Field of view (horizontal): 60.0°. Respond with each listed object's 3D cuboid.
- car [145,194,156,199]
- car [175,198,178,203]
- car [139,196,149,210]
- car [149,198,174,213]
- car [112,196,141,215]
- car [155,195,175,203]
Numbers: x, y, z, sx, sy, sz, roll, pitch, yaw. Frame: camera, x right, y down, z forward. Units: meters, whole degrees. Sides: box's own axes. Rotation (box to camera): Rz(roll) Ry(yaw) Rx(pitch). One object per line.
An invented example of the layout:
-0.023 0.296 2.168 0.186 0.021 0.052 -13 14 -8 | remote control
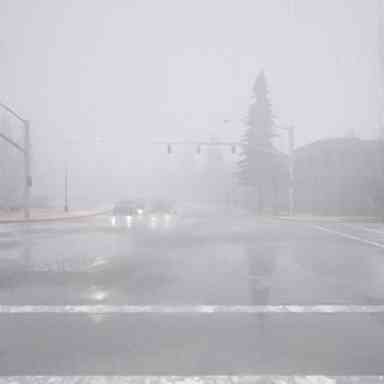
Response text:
-6.504 1.532 57.541 2.033 1.411 5.357 0 0 -22 | car
-4.994 1.576 70.050 1.895 1.301 4.718 0 0 -35 | car
-7.062 1.552 42.801 1.994 1.385 4.181 0 0 -3 | car
-3.300 1.591 36.516 1.895 1.301 4.718 0 0 -1 | car
-6.785 1.496 33.967 1.837 1.490 4.892 0 0 -1 | car
-3.764 1.465 45.689 1.882 1.535 5.008 0 0 -6 | car
